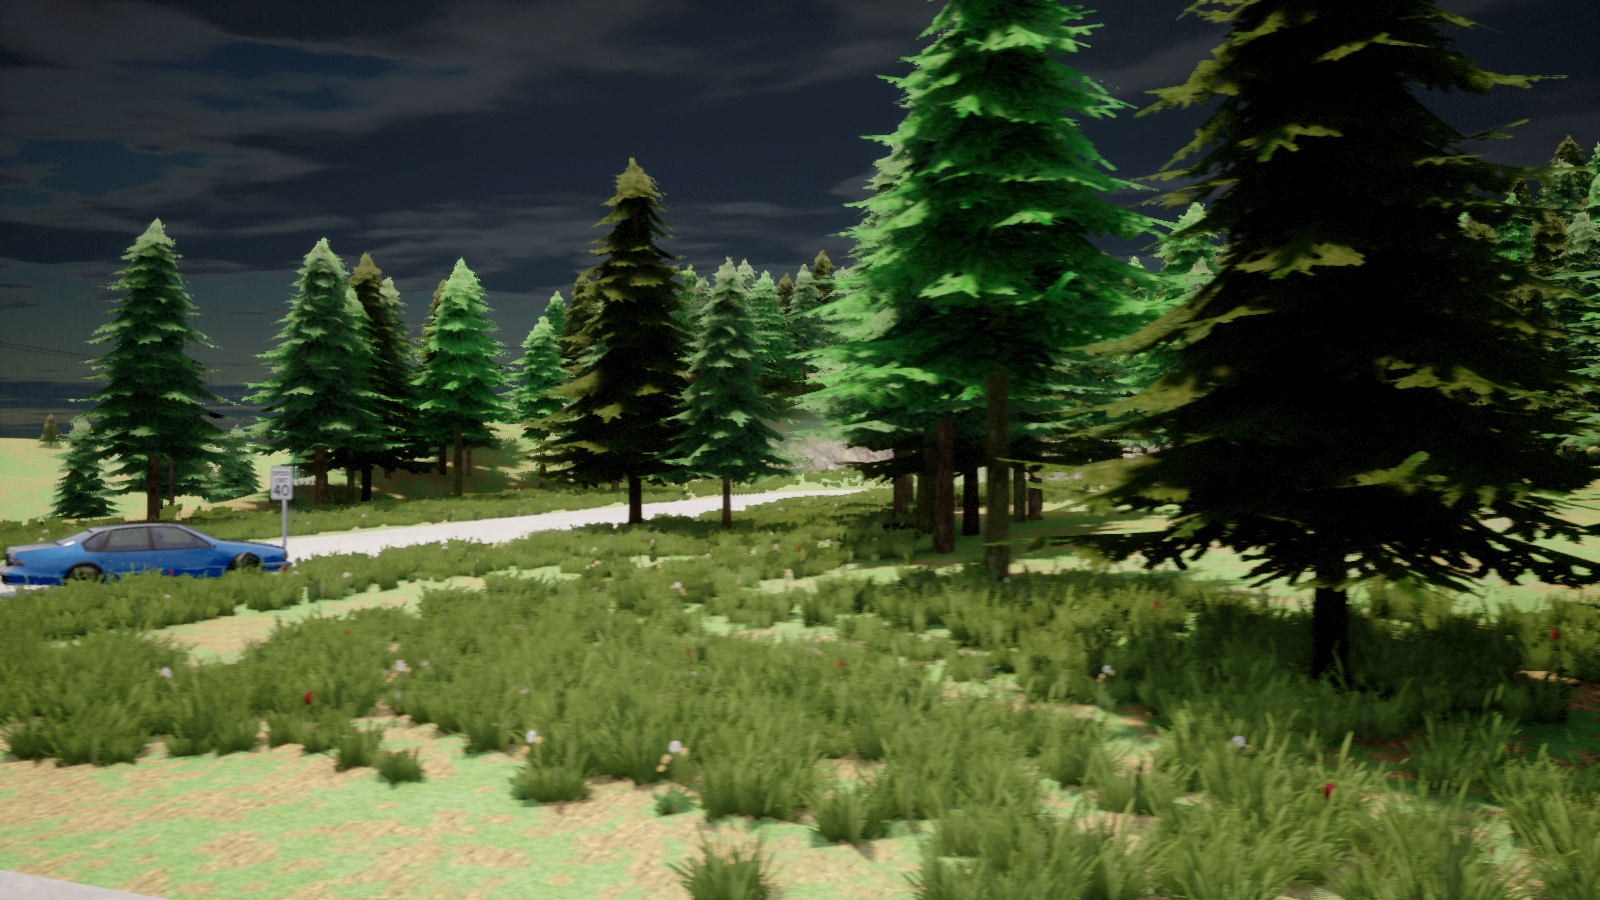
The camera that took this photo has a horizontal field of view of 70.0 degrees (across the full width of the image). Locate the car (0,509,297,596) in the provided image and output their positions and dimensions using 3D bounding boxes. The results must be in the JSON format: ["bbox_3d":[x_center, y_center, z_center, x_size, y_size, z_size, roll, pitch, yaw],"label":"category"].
[{"bbox_3d":[-13.874,2.106,24.455,5.357,1.411,2.033,0,0,-39],"label":"car"}]
